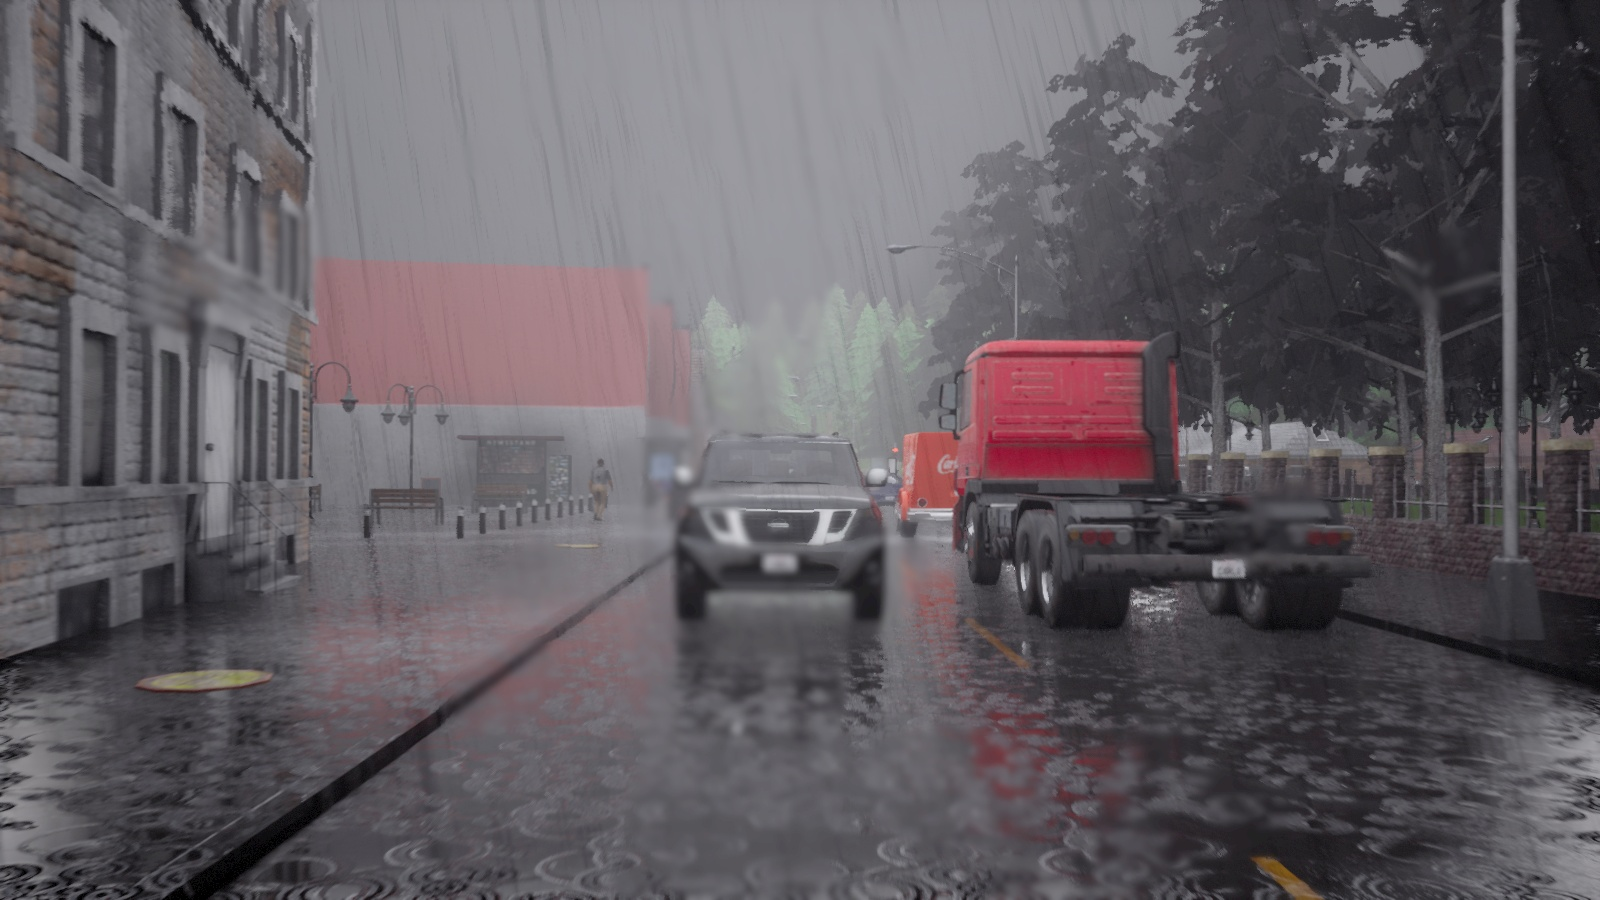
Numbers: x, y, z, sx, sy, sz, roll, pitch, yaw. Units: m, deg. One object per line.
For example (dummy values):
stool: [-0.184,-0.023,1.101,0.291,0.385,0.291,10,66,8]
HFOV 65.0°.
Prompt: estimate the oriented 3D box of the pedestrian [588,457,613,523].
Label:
pedestrian: [-5.668,1.141,35.743,0.540,1.848,0.694,0,-1,5]

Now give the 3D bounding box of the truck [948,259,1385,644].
truck: [3.780,0.073,15.321,2.891,3.462,7.936,0,-1,-1]

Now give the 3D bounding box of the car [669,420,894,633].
car: [-0.212,0.782,14.869,2.150,2.045,5.566,0,-1,-1]

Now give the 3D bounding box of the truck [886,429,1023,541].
truck: [3.601,0.820,30.439,2.627,2.467,5.204,0,-1,-1]

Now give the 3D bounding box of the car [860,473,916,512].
car: [3.394,1.647,49.320,1.812,1.442,4.674,0,-1,-1]

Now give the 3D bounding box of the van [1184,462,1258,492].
van: [29.491,1.887,88.038,4.480,2.038,2.069,0,-1,2]
